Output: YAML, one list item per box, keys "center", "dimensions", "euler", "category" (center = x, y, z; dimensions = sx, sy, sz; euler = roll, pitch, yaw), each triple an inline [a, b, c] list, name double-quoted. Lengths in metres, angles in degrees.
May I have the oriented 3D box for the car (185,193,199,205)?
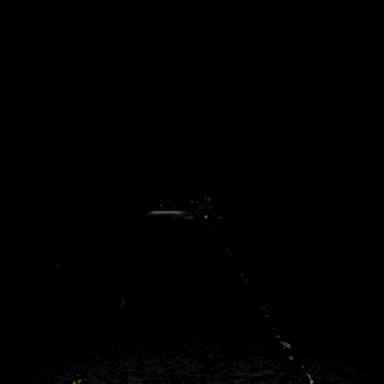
- center: [-0.012, 1.174, 57.120]
  dimensions: [2.150, 2.045, 5.566]
  euler: [0, 0, 0]
  category: "car"

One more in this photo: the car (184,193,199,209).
- center: [0.009, 1.318, 44.605]
  dimensions: [2.097, 1.767, 4.553]
  euler: [0, 0, 0]
  category: "car"

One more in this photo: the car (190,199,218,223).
- center: [0.957, 1.510, 24.965]
  dimensions: [1.812, 1.442, 4.674]
  euler: [0, 0, 0]
  category: "car"

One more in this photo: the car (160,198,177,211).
- center: [-2.851, 1.448, 40.597]
  dimensions: [1.882, 1.535, 5.008]
  euler: [0, 0, 0]
  category: "car"
